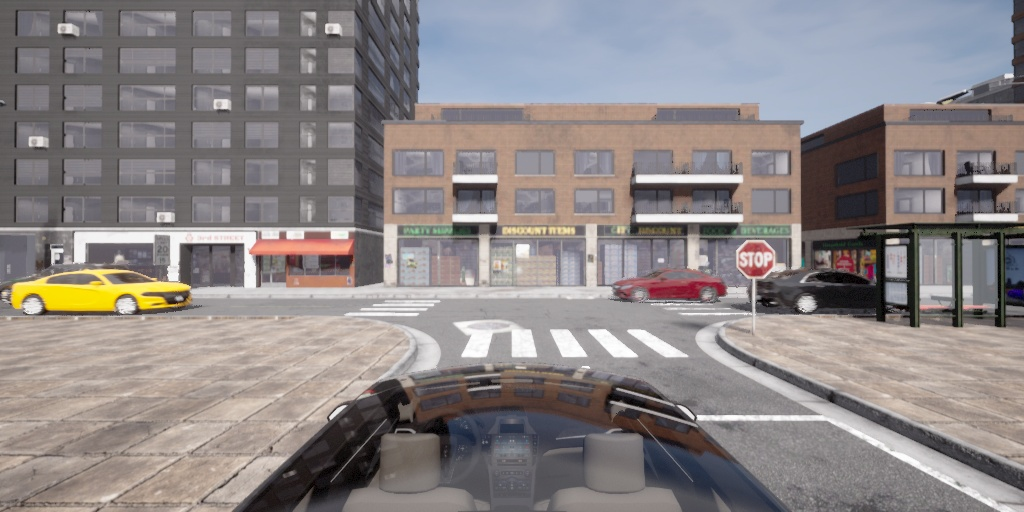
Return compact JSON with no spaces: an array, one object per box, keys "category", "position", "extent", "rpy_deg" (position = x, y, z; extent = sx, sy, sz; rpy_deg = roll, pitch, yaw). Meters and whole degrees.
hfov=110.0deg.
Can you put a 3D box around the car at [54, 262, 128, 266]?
[{"category":"car","position":[-19.041,1.132,15.616],"extent":[4.553,1.767,2.097],"rpy_deg":[0,0,0]}]

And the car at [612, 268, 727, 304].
[{"category":"car","position":[6.784,1.259,15.626],"extent":[4.674,1.442,1.812],"rpy_deg":[0,0,0]}]

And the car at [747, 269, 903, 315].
[{"category":"car","position":[11.087,1.211,12.674],"extent":[4.892,1.490,1.837],"rpy_deg":[0,0,0]}]

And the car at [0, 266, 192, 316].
[{"category":"car","position":[-14.249,1.230,12.666],"extent":[5.008,1.535,1.882],"rpy_deg":[0,0,0]}]
